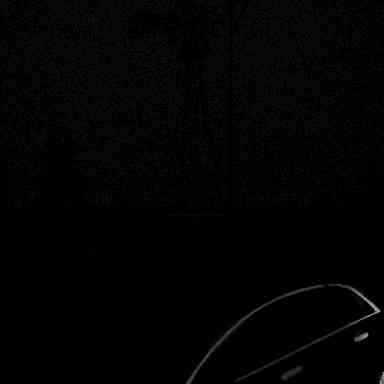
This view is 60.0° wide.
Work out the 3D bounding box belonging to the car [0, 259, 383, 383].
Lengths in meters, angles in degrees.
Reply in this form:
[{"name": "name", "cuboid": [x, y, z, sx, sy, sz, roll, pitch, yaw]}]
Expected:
[{"name": "car", "cuboid": [0.260, 1.517, 3.134, 4.892, 1.490, 1.837, 1, 0, -35]}]
